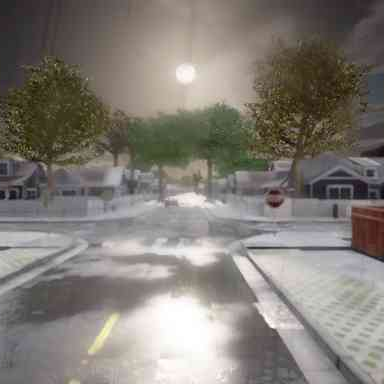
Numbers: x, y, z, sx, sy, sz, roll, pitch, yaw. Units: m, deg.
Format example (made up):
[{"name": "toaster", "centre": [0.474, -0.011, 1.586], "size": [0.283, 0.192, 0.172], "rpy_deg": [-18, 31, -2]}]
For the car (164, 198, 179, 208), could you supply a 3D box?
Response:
[{"name": "car", "centre": [-2.749, 1.496, 46.031], "size": [1.895, 1.301, 4.718], "rpy_deg": [0, 0, 0]}]
